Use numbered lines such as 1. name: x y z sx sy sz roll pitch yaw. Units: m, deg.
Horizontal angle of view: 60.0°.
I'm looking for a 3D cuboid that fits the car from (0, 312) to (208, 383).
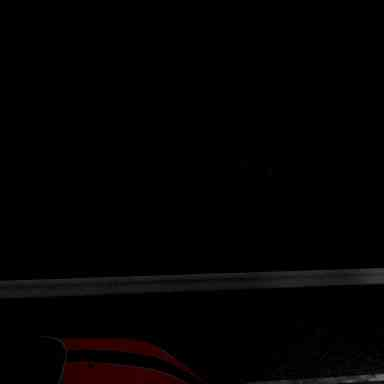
1. car: -1.885 1.352 1.629 4.553 1.767 2.097 0 0 -6
